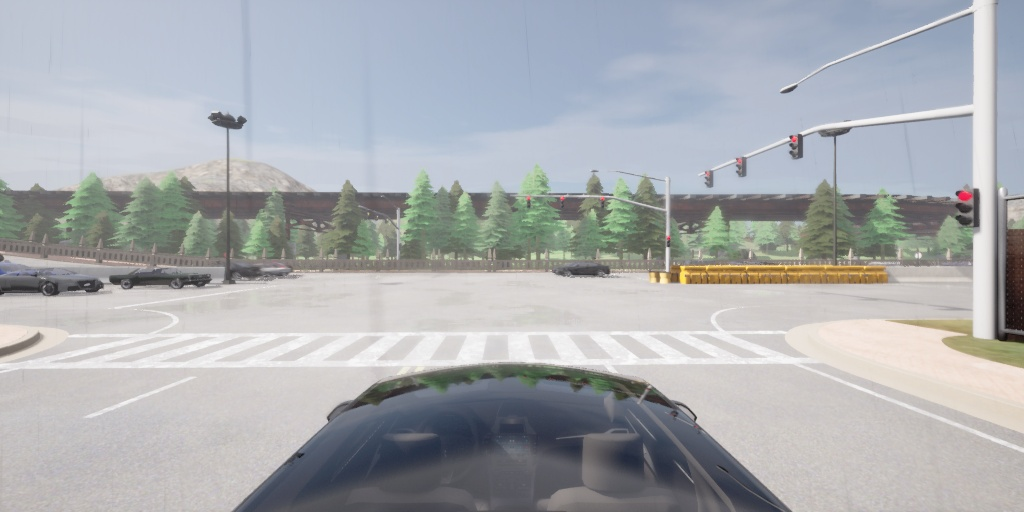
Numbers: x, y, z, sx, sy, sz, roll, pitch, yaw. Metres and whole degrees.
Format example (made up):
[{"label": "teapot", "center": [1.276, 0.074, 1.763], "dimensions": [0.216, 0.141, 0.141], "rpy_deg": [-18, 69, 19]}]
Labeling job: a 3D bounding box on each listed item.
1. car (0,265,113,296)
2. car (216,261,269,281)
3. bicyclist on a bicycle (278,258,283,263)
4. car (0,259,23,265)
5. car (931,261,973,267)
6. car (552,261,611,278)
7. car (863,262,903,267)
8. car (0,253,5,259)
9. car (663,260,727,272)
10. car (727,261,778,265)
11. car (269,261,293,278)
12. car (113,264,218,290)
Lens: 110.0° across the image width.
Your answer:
[{"label": "car", "center": [-24.024, 1.306, 18.537], "dimensions": [4.181, 1.385, 1.994], "rpy_deg": [0, 0, -2]}, {"label": "car", "center": [-23.236, 1.220, 29.265], "dimensions": [5.008, 1.535, 1.882], "rpy_deg": [0, 0, -2]}, {"label": "bicyclist on a bicycle", "center": [-28.458, 1.041, 43.894], "dimensions": [0.582, 1.620, 1.656], "rpy_deg": [0, 0, -2]}, {"label": "car", "center": [-30.868, 1.166, 21.827], "dimensions": [5.008, 1.535, 1.882], "rpy_deg": [1, 0, -2]}, {"label": "car", "center": [44.585, 1.243, 34.847], "dimensions": [4.902, 1.511, 2.128], "rpy_deg": [0, 0, -1]}, {"label": "car", "center": [6.678, 1.227, 33.699], "dimensions": [5.008, 1.535, 1.882], "rpy_deg": [0, 0, -2]}, {"label": "car", "center": [31.560, 1.276, 30.957], "dimensions": [4.674, 1.442, 1.812], "rpy_deg": [0, 0, -2]}, {"label": "car", "center": [-53.096, -0.221, 35.325], "dimensions": [4.181, 1.385, 1.994], "rpy_deg": [7, 0, -1]}, {"label": "car", "center": [15.194, 1.103, 30.463], "dimensions": [4.553, 1.767, 2.097], "rpy_deg": [0, 0, -2]}, {"label": "car", "center": [23.182, 1.254, 34.213], "dimensions": [4.892, 1.490, 1.837], "rpy_deg": [0, 0, -2]}, {"label": "car", "center": [-23.043, 1.344, 32.770], "dimensions": [4.718, 1.301, 1.895], "rpy_deg": [0, 0, -2]}, {"label": "car", "center": [-21.484, 1.345, 22.115], "dimensions": [4.718, 1.301, 1.895], "rpy_deg": [0, 0, -2]}]
